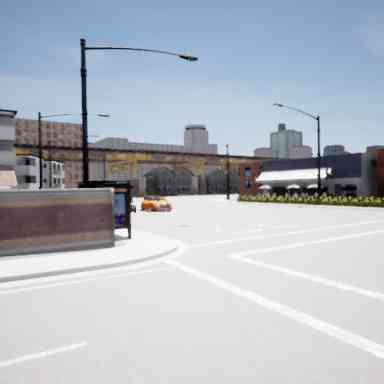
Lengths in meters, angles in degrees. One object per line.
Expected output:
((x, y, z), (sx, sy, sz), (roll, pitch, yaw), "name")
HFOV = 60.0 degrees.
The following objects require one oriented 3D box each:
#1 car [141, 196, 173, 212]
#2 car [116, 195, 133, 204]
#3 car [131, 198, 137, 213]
((-3.827, 1.185, 35.648), (2.097, 1.767, 4.553), (-2, 1, -30), "car")
((-11.585, 1.262, 57.493), (1.994, 1.385, 4.181), (-1, 1, 0), "car")
((-7.237, 1.475, 34.577), (1.994, 1.385, 4.181), (-2, 1, -30), "car")
